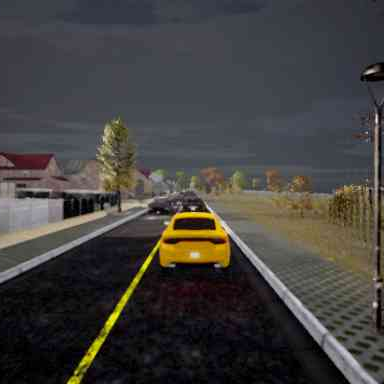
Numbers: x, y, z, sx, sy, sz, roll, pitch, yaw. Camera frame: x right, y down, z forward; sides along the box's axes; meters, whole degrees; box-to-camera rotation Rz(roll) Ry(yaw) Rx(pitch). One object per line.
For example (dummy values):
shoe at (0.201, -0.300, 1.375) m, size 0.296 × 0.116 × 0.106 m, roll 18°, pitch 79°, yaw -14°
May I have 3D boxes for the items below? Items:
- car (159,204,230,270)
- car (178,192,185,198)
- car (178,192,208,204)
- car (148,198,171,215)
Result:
car at (0.083, 1.384, 10.692) m, size 1.882 × 1.535 × 5.008 m, roll 0°, pitch 1°, yaw 0°
car at (-2.730, 0.750, 89.940) m, size 1.812 × 1.442 × 4.674 m, roll 0°, pitch 0°, yaw 0°
car at (0.081, 1.140, 24.634) m, size 2.097 × 1.767 × 4.553 m, roll 0°, pitch 1°, yaw 0°
car at (-2.809, 1.285, 30.478) m, size 2.033 × 1.411 × 5.357 m, roll 0°, pitch 0°, yaw 0°
